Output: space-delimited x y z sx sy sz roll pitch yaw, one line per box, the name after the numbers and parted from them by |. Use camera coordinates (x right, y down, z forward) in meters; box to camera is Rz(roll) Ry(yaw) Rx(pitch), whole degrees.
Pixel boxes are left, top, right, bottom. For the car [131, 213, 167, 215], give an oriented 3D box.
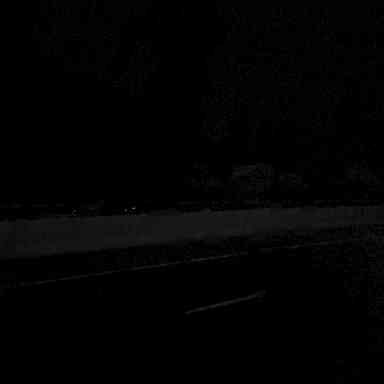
-3.060 1.172 27.029 4.892 1.490 1.837 0 1 -32 | car

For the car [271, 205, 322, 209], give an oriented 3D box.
8.073 1.320 25.500 5.357 1.411 2.033 0 1 -29 | car

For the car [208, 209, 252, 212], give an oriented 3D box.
3.036 1.284 26.622 4.181 1.385 1.994 0 1 -30 | car
